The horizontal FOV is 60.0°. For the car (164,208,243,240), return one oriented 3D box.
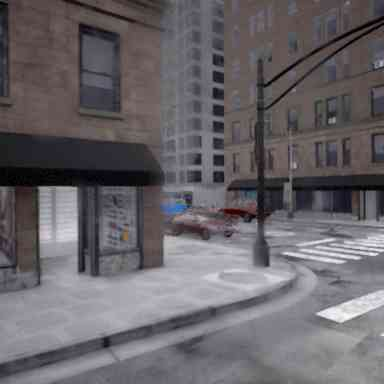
[{"bbox_3d":[0.485,1.754,18.105,1.802,1.307,4.206,-1,0,-36],"label":"car"}]

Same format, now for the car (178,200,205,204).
[{"bbox_3d":[0.922,1.761,32.158,1.752,1.417,4.829,-2,0,-36],"label":"car"}]

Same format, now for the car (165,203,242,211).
[{"bbox_3d":[0.625,1.742,22.676,2.033,1.411,5.357,-1,0,-36],"label":"car"}]

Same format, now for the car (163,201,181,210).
[{"bbox_3d":[-2.718,1.682,22.584,1.967,1.590,4.097,-2,0,-36],"label":"car"}]

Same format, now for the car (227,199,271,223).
[{"bbox_3d":[4.215,1.478,27.540,2.192,1.841,5.009,-2,0,-36],"label":"car"}]

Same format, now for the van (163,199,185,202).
[{"bbox_3d":[-2.183,1.646,36.498,1.690,1.788,3.998,-2,0,-36],"label":"van"}]
